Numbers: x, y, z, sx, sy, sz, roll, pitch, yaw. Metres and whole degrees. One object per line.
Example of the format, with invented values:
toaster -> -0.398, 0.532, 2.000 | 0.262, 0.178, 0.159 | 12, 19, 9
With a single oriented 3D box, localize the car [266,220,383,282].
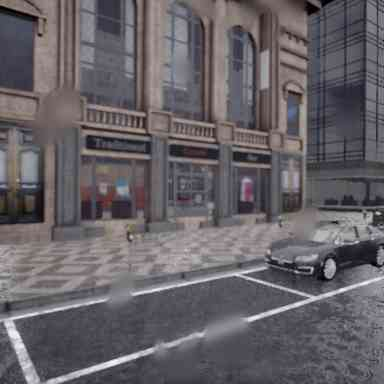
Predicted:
car -> 4.014, 1.521, 9.621 | 4.403, 1.369, 2.008 | 0, 1, -36
